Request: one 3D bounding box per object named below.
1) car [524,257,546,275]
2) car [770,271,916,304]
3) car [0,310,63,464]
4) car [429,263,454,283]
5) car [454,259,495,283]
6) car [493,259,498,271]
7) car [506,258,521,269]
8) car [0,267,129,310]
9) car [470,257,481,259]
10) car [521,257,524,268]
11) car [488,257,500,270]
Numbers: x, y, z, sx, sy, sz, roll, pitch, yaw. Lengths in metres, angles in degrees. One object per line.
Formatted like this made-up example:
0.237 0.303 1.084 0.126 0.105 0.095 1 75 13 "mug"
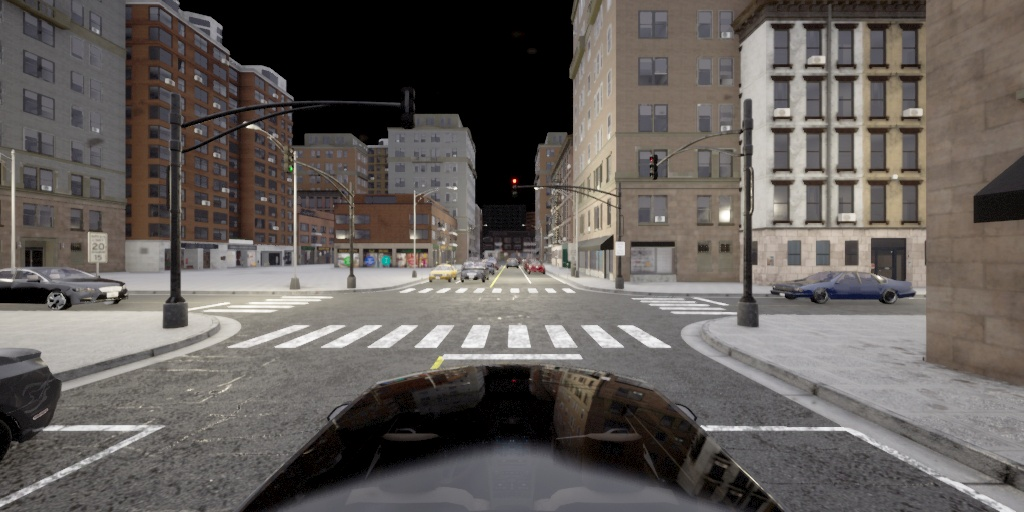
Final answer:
2.641 1.191 39.890 1.967 1.591 4.097 0 0 0 "car"
14.977 1.381 16.351 5.357 1.411 2.033 0 0 0 "car"
-5.388 1.300 1.721 2.007 1.370 4.403 0 0 0 "car"
-5.385 1.276 28.397 1.751 1.417 4.829 0 0 0 "car"
-2.833 1.242 28.219 2.128 1.511 4.902 0 0 2 "car"
-2.841 1.315 38.120 1.994 1.385 4.181 0 0 0 "car"
0.100 1.317 58.619 1.994 1.385 4.181 0 0 1 "car"
-17.281 1.162 13.387 4.902 1.511 2.128 0 0 2 "car"
-5.383 1.067 51.215 2.192 1.841 5.009 0 0 0 "car"
2.642 1.066 45.552 2.192 1.841 5.009 0 0 0 "car"
-2.828 1.278 50.623 1.812 1.442 4.674 0 0 0 "car"
